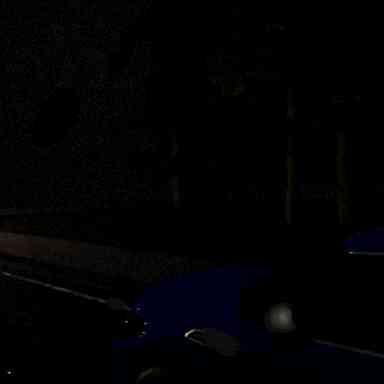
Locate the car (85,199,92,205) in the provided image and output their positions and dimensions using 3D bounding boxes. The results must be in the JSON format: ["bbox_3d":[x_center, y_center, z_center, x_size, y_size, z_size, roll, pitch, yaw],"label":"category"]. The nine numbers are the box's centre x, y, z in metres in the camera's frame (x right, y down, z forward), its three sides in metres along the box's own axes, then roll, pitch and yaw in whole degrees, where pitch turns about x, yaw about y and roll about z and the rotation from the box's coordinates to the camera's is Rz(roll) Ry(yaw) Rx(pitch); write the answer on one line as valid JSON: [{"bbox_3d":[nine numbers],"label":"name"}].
[{"bbox_3d":[-17.126,1.669,60.138,1.812,1.442,4.674,-1,0,36],"label":"car"}]

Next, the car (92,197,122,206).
[{"bbox_3d":[-14.449,1.614,58.324,1.837,1.490,4.892,-1,0,35],"label":"car"}]

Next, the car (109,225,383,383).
[{"bbox_3d":[1.857,1.219,2.319,5.566,2.045,2.150,0,0,36],"label":"car"}]
